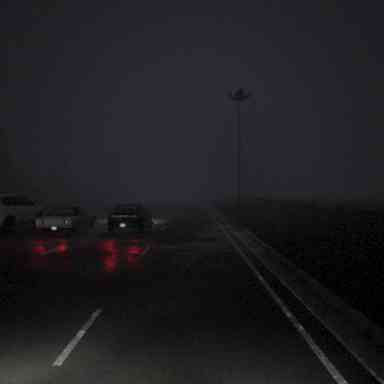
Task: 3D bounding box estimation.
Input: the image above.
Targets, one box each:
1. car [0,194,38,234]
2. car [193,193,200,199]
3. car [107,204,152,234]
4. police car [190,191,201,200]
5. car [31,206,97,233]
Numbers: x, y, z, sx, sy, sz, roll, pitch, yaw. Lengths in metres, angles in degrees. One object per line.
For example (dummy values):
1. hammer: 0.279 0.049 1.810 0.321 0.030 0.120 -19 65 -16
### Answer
1. car: -10.378 1.129 18.615 2.150 2.045 5.566 0 0 0
2. car: 1.158 1.046 92.950 1.837 1.490 4.892 0 0 0
3. car: -3.378 1.399 18.650 2.128 1.511 4.902 0 0 0
4. police car: 1.140 1.044 77.060 1.930 1.638 5.238 0 0 0
5. car: -6.878 1.508 18.813 1.895 1.301 4.718 0 0 0
